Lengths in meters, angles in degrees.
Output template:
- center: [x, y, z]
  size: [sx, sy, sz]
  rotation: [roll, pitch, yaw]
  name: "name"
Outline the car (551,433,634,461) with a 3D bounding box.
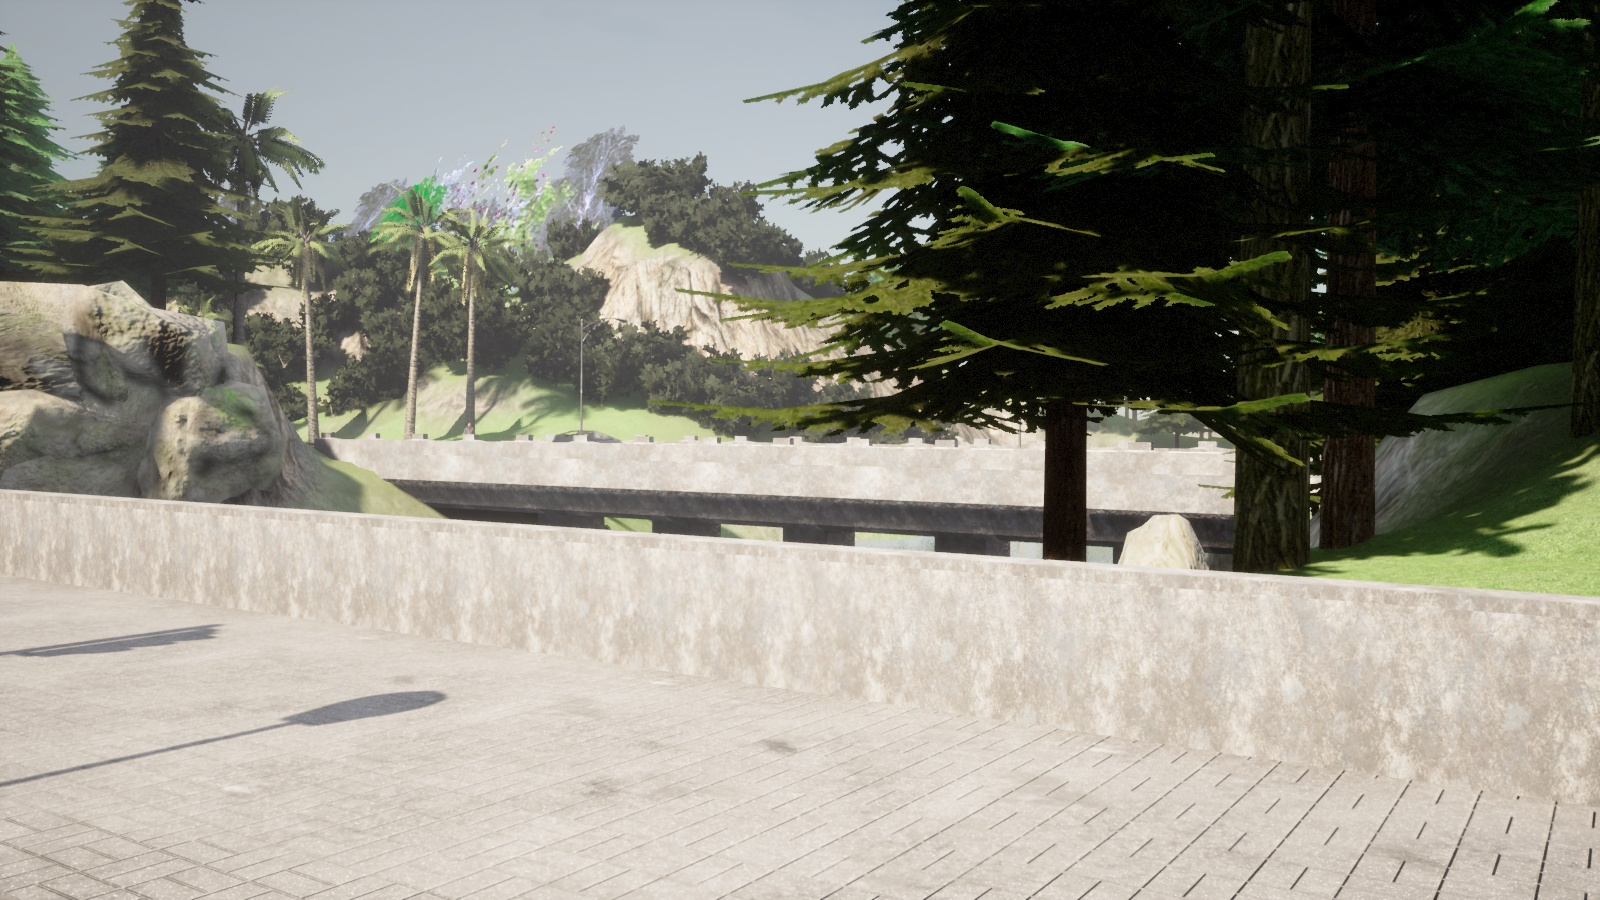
- center: [-11.815, -0.191, 71.495]
  size: [4.514, 1.525, 2.007]
  rotation: [0, 1, 34]
  name: "car"
